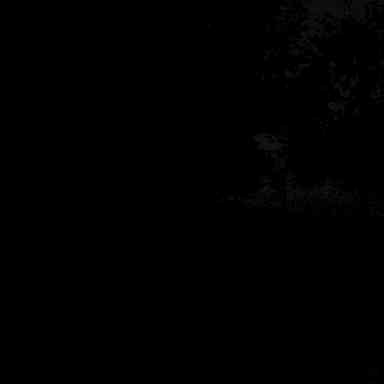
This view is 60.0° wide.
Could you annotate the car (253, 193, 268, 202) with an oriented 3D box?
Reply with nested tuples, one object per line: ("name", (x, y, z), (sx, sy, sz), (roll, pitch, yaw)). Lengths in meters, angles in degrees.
("car", (12.828, 0.899, 62.997), (2.097, 1.767, 4.553), (-1, -1, 18))

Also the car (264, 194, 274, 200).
("car", (19.645, 1.238, 84.683), (2.033, 1.411, 5.357), (-1, -1, 17))

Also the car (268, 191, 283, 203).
("car", (13.037, 0.857, 51.133), (1.837, 1.490, 4.892), (-1, -1, 14))

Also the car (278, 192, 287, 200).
("car", (22.860, 1.039, 84.079), (2.097, 1.767, 4.553), (-1, -1, 17))

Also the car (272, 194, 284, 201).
("car", (16.683, 1.110, 64.428), (1.994, 1.385, 4.181), (-1, -1, 18))

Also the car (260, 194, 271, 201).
("car", (16.683, 1.277, 75.263), (1.994, 1.385, 4.181), (-1, -1, 17))
